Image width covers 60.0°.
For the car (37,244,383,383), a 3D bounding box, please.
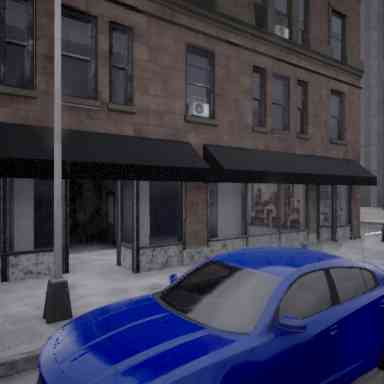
[{"bbox_3d":[0.855,1.477,4.026,5.008,1.535,1.882,0,0,-36],"label":"car"}]
